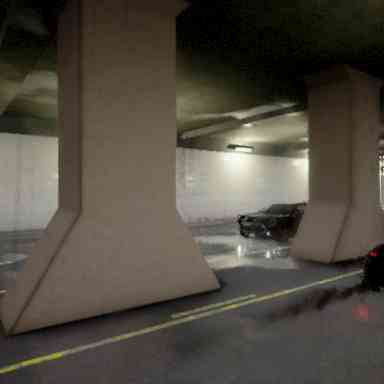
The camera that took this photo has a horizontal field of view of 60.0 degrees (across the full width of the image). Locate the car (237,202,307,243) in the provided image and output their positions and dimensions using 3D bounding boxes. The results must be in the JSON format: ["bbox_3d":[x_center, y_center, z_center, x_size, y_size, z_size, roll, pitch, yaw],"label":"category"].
[{"bbox_3d":[4.431,1.288,15.755,4.553,1.767,2.097,0,0,-36],"label":"car"}]

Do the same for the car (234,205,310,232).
[{"bbox_3d":[4.993,1.521,20.451,4.718,1.301,1.895,0,0,-36],"label":"car"}]

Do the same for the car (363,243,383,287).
[{"bbox_3d":[6.000,1.516,8.026,4.181,1.385,1.994,0,0,-35],"label":"car"}]
